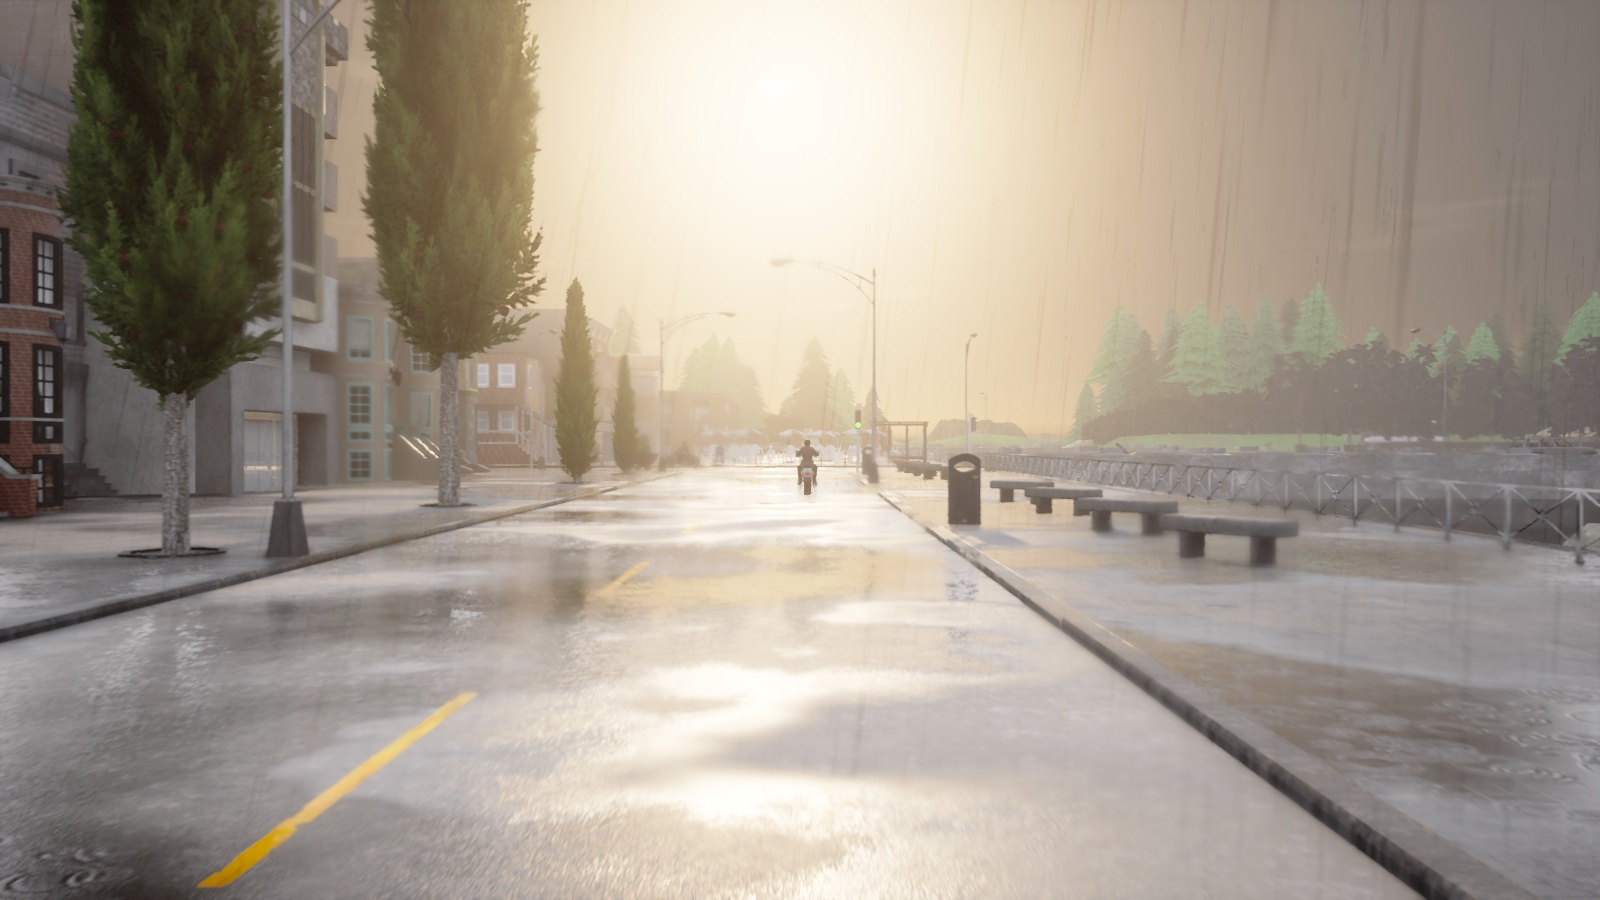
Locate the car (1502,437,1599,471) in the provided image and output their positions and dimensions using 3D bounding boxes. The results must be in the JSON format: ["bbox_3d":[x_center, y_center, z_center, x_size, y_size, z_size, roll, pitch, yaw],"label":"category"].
[{"bbox_3d":[41.609,0.206,69.309,4.605,1.855,1.932,0,0,1],"label":"car"}]

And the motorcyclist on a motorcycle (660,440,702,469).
[{"bbox_3d":[-6.908,0.282,72.691,2.350,1.649,0.766,0,1,24],"label":"motorcyclist on a motorcycle"}]

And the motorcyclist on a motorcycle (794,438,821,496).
[{"bbox_3d":[0.221,0.487,37.211,0.766,1.649,2.350,0,0,0],"label":"motorcyclist on a motorcycle"}]
